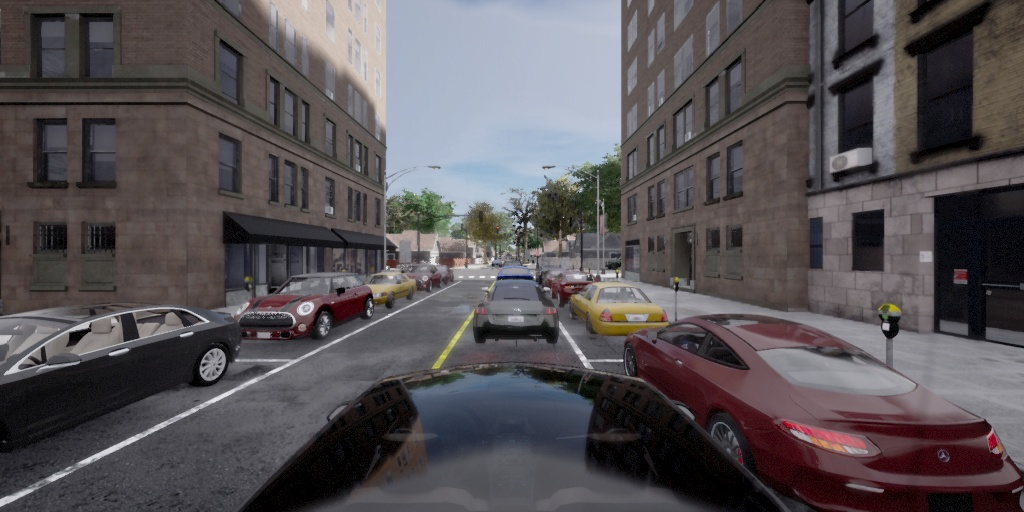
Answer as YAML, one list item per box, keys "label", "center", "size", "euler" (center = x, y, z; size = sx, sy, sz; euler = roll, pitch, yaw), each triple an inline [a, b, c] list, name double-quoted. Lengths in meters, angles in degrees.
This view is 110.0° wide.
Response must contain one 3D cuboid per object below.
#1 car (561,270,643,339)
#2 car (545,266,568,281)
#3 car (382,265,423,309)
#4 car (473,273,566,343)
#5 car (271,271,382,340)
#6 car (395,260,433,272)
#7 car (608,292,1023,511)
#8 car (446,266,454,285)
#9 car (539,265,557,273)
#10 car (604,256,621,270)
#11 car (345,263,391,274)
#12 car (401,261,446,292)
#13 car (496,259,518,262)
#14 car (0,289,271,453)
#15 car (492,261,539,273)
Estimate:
- label: "car"
  center: [2.656, 1.278, 9.914]
  size: [1.751, 1.417, 4.829]
  euler: [0, 0, 0]
- label: "car"
  center: [2.671, 1.300, 15.262]
  size: [1.888, 1.381, 4.507]
  euler: [0, 0, 0]
- label: "car"
  center: [-5.355, 1.280, 15.111]
  size: [1.751, 1.417, 4.829]
  euler: [0, 0, 0]
- label: "car"
  center: [0.110, 1.316, 9.660]
  size: [1.994, 1.385, 4.181]
  euler: [0, 0, 1]
- label: "car"
  center: [-5.369, 1.192, 9.762]
  size: [1.967, 1.591, 4.097]
  euler: [0, 0, 0]
- label: "car"
  center: [-13.410, 1.371, 49.200]
  size: [4.674, 1.442, 1.812]
  euler: [0, 0, -1]
- label: "car"
  center: [2.641, 1.332, 4.225]
  size: [1.802, 1.307, 4.207]
  euler: [0, 0, 0]
- label: "car"
  center: [-5.325, 1.343, 26.319]
  size: [1.802, 1.307, 4.207]
  euler: [0, 0, 0]
- label: "car"
  center: [2.685, 1.340, 20.780]
  size: [1.802, 1.307, 4.207]
  euler: [0, 0, 0]
- label: "car"
  center: [15.607, 0.895, 49.239]
  size: [5.566, 2.045, 2.150]
  euler: [0, 0, 0]
- label: "car"
  center: [-17.091, 1.467, 42.640]
  size: [4.718, 1.301, 1.895]
  euler: [0, 0, -2]
- label: "car"
  center: [-5.340, 1.198, 20.800]
  size: [1.967, 1.591, 4.097]
  euler: [0, 0, 0]
- label: "car"
  center: [0.069, 1.114, 27.878]
  size: [2.097, 1.767, 4.553]
  euler: [0, 0, 0]
- label: "car"
  center: [-5.384, 1.301, 4.243]
  size: [2.007, 1.370, 4.403]
  euler: [0, 0, 0]
- label: "car"
  center: [0.122, 1.235, 18.653]
  size: [1.882, 1.535, 5.008]
  euler: [0, 0, -1]
